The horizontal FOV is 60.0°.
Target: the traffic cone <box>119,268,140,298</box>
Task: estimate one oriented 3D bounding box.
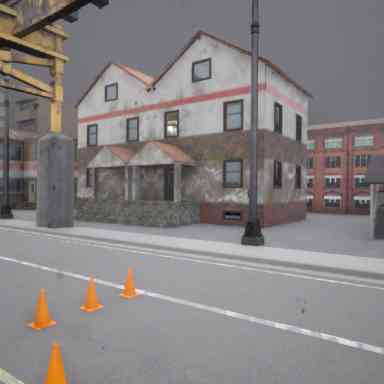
[{"bbox_3d":[-1.358,1.949,7.239,0.340,0.580,0.340,0,0,36],"label":"traffic cone"}]

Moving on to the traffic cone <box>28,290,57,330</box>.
[{"bbox_3d":[-2.528,1.949,5.617,0.340,0.580,0.340,0,0,36],"label":"traffic cone"}]

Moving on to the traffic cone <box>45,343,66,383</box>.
[{"bbox_3d":[-1.492,1.952,3.636,0.340,0.580,0.340,0,0,36],"label":"traffic cone"}]

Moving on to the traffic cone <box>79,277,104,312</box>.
[{"bbox_3d":[-1.943,1.949,6.428,0.340,0.580,0.340,0,0,36],"label":"traffic cone"}]
